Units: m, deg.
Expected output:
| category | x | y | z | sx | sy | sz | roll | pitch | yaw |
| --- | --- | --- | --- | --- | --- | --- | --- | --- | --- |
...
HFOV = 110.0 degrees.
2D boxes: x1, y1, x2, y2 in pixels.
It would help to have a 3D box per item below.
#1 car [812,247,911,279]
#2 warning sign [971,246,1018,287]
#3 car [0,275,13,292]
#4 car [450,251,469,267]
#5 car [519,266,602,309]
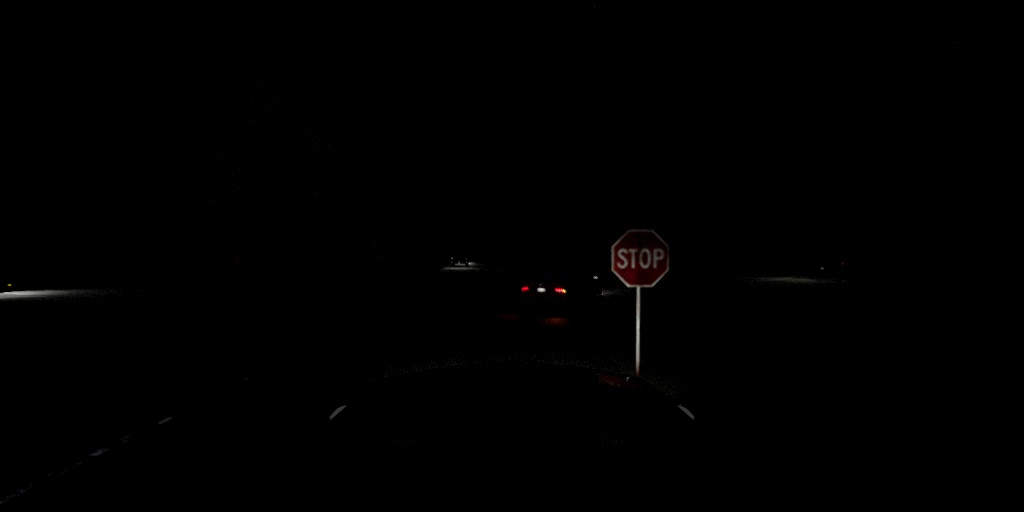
| category | x | y | z | sx | sy | sz | roll | pitch | yaw |
| --- | --- | --- | --- | --- | --- | --- | --- | --- | --- |
| car | 23.469 | 0.444 | 24.119 | 5.566 | 2.045 | 2.150 | 0 | 1 | -4 |
| warning sign | 22.744 | 0.472 | 16.912 | 1.060 | 1.860 | 1.300 | 0 | 0 | -4 |
| car | -28.398 | 1.235 | 18.144 | 4.181 | 1.385 | 1.994 | 0 | 1 | -1 |
| car | -6.729 | 0.315 | 46.423 | 2.150 | 2.045 | 5.566 | 0 | 1 | -6 |
| car | 2.073 | 1.105 | 13.937 | 2.033 | 1.411 | 5.357 | 0 | 1 | 26 |
